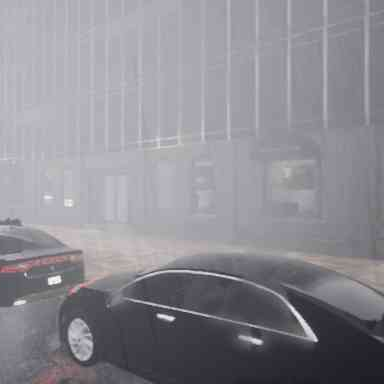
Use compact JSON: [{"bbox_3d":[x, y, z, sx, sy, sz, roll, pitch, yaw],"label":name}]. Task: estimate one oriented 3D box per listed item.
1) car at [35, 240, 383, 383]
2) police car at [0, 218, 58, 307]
[{"bbox_3d":[0.263,1.535,4.177,4.892,1.490,1.837,0,0,36],"label":"car"},{"bbox_3d":[-4.672,1.458,7.780,5.238,1.638,1.930,0,0,36],"label":"police car"}]
